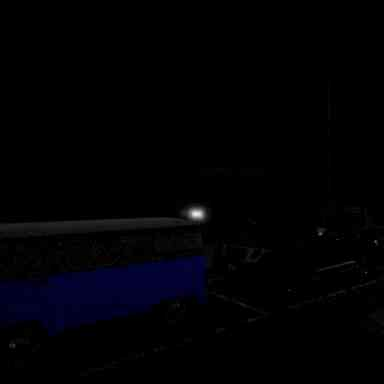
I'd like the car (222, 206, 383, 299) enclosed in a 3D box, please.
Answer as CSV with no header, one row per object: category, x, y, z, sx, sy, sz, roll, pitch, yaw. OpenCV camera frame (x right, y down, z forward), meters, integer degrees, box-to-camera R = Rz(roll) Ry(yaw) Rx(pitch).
car,2.910,1.313,8.613,5.009,1.841,2.192,0,-1,-35

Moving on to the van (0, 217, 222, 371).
van,-1.642,1.341,5.375,3.998,1.788,1.690,0,-1,-35
